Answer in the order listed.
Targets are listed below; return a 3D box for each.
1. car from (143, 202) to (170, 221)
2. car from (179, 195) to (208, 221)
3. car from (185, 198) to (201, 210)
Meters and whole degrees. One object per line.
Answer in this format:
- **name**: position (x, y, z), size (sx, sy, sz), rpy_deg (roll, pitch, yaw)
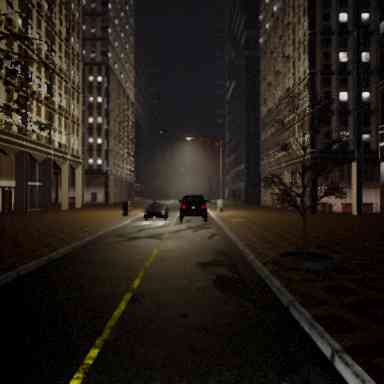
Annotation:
- **car**: position (-2.848, 1.544, 27.875), size (2.033, 1.411, 5.357), rpy_deg (0, 0, 0)
- **car**: position (0.106, 1.220, 27.059), size (2.150, 2.045, 5.566), rpy_deg (0, 0, 0)
- **car**: position (0.104, 1.558, 43.816), size (1.994, 1.385, 4.181), rpy_deg (0, 0, 0)
